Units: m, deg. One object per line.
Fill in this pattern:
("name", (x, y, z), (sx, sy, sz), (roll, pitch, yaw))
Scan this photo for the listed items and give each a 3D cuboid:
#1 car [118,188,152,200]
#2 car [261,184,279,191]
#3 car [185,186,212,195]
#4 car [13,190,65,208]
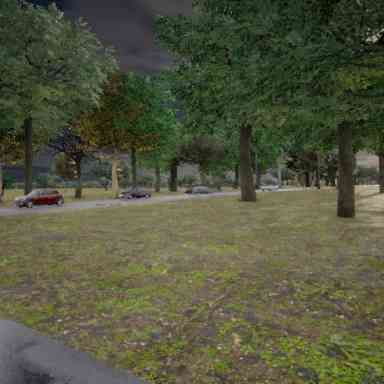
("car", (-7.255, 0.231, 42.514), (2.128, 1.511, 4.902), (-1, 2, 38))
("car", (15.494, -0.862, 66.006), (1.895, 1.301, 4.718), (-1, 2, 37))
("car", (1.077, -0.226, 53.298), (2.033, 1.411, 5.357), (-1, 2, 38))
("car", (-14.963, 0.590, 32.512), (2.097, 1.767, 4.553), (-1, 2, 38))
